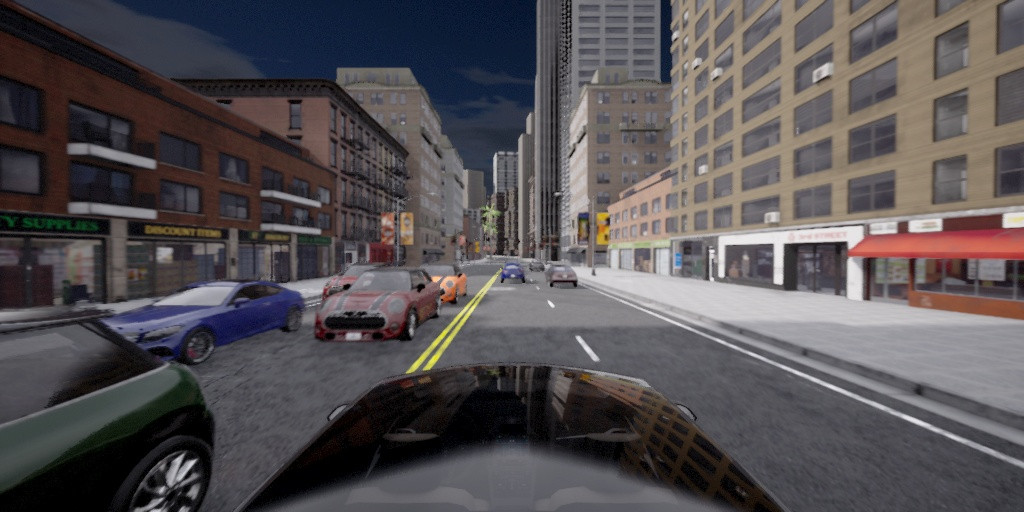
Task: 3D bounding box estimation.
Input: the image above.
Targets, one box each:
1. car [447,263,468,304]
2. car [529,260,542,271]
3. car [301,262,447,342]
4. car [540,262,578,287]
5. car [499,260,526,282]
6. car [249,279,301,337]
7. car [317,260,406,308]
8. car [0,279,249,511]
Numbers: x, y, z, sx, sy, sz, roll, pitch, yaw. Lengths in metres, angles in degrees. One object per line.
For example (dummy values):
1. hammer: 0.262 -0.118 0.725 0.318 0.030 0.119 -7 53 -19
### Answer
1. car: -3.251 1.109 16.144 2.097 1.767 4.553 0 0 0
2. car: 3.343 1.269 49.071 2.128 1.511 4.902 0 0 0
3. car: -3.343 1.106 9.827 2.097 1.767 4.553 0 0 0
4. car: 3.314 1.307 24.797 2.033 1.411 5.357 0 0 1
5. car: 0.085 1.289 28.565 1.812 1.442 4.674 0 0 0
6. car: -6.593 1.281 8.112 1.812 1.442 4.674 0 0 0
7. car: -6.502 1.110 16.144 2.097 1.767 4.553 0 0 0
8. car: -3.347 1.103 0.827 2.097 1.767 4.553 0 0 0
